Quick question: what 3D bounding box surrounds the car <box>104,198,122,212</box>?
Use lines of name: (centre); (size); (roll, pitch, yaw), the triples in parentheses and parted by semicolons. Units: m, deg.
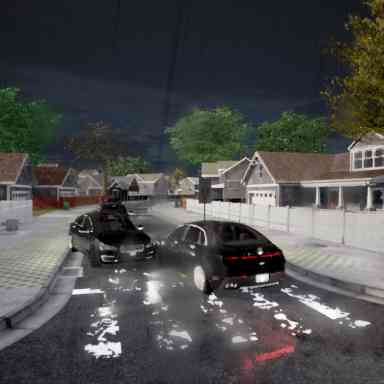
car: (-9.368, 1.522, 39.798); (1.812, 1.442, 4.674); (0, 0, -10)

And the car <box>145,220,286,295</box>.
car: (0.409, 1.505, 8.895); (1.837, 1.490, 4.892); (0, -1, -24)

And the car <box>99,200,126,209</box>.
car: (-4.824, 1.498, 20.502); (1.837, 1.490, 4.892); (0, 0, -15)

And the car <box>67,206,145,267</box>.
car: (-3.010, 1.493, 11.638); (1.837, 1.490, 4.892); (0, 0, -33)
